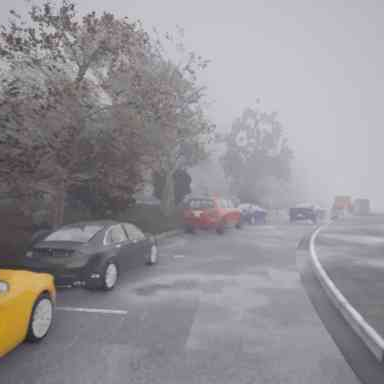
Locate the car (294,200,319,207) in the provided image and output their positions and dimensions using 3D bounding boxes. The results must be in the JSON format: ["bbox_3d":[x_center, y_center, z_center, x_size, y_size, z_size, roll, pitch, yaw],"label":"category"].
[{"bbox_3d":[24.675,2.417,71.588,4.792,1.488,2.163,-1,-1,12],"label":"car"}]

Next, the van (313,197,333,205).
[{"bbox_3d":[34.134,2.464,86.578,4.442,1.987,1.878,-1,-2,12],"label":"van"}]

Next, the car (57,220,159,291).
[{"bbox_3d":[-2.410,1.529,9.207,2.231,1.521,4.892,0,-1,13],"label":"car"}]

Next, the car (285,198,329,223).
[{"bbox_3d":[9.185,1.531,26.329,1.882,1.535,5.008,-1,-1,32],"label":"car"}]

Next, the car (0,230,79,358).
[{"bbox_3d":[-3.330,1.494,3.541,2.097,1.535,5.008,0,0,5],"label":"car"}]

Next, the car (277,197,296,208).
[{"bbox_3d":[18.517,1.950,61.585,5.566,2.045,2.435,-1,-2,12],"label":"car"}]

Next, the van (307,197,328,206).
[{"bbox_3d":[30.799,2.361,81.615,4.442,1.987,1.878,-1,-1,12],"label":"van"}]

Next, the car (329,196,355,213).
[{"bbox_3d":[18.963,1.472,40.985,2.150,2.045,5.566,-1,-2,34],"label":"car"}]

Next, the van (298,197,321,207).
[{"bbox_3d":[26.140,2.211,74.108,4.442,1.987,1.878,-1,-1,12],"label":"van"}]

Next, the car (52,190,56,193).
[{"bbox_3d":[-24.361,-0.004,60.598,4.892,1.490,1.837,4,0,34],"label":"car"}]

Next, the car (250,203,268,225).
[{"bbox_3d":[4.242,1.599,25.262,2.097,1.535,5.008,-1,0,31],"label":"car"}]

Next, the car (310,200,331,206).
[{"bbox_3d":[32.471,2.676,84.082,4.674,1.452,2.002,-1,-1,12],"label":"car"}]

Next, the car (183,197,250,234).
[{"bbox_3d":[1.390,1.319,19.990,2.435,2.045,5.566,-1,0,25],"label":"car"}]

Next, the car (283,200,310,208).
[{"bbox_3d":[20.016,2.277,64.083,4.792,1.488,2.163,-1,-1,12],"label":"car"}]
